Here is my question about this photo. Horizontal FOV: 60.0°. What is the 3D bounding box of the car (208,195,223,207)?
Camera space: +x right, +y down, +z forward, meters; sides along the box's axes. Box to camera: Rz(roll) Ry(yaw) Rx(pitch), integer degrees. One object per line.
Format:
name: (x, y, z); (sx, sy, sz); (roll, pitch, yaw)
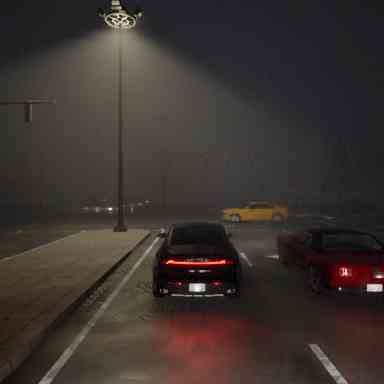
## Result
car: (3.861, 1.520, 50.628); (1.812, 1.442, 4.674); (0, 0, 1)

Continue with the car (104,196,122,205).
car: (-14.672, 1.540, 62.125); (2.033, 1.411, 5.357); (0, 0, 1)

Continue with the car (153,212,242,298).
car: (0.124, 1.504, 8.525); (1.837, 1.490, 4.892); (0, 0, 1)

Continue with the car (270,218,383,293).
car: (3.627, 1.600, 8.771); (1.895, 1.301, 4.718); (0, 0, 1)

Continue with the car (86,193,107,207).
car: (-14.777, 1.215, 51.876); (2.150, 2.045, 5.566); (0, 0, 0)

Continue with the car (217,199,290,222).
car: (4.662, 1.475, 24.703); (5.008, 1.535, 1.882); (0, 0, -2)

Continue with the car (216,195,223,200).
car: (7.828, 1.542, 94.672); (1.994, 1.385, 4.181); (0, 0, 2)

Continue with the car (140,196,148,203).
car: (-11.079, 1.587, 69.310); (1.895, 1.301, 4.718); (0, 0, 0)

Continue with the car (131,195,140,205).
car: (-11.205, 1.498, 60.337); (1.837, 1.490, 4.892); (0, 0, 1)

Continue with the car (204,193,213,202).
car: (3.989, 1.216, 79.734); (2.150, 2.045, 5.566); (0, 0, 1)

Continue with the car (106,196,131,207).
car: (-11.284, 1.595, 51.327); (1.895, 1.301, 4.718); (0, 0, 0)

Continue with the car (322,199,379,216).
car: (15.205, 1.474, 32.122); (5.008, 1.535, 1.882); (0, 0, 4)

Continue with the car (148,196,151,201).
car: (-11.015, 1.543, 79.162); (1.994, 1.385, 4.181); (0, 0, 0)

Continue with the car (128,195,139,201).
car: (-14.483, 1.507, 82.275); (1.812, 1.442, 4.674); (0, 0, 1)

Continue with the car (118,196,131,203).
car: (-14.562, 1.544, 72.071); (1.994, 1.385, 4.181); (0, 0, 0)
